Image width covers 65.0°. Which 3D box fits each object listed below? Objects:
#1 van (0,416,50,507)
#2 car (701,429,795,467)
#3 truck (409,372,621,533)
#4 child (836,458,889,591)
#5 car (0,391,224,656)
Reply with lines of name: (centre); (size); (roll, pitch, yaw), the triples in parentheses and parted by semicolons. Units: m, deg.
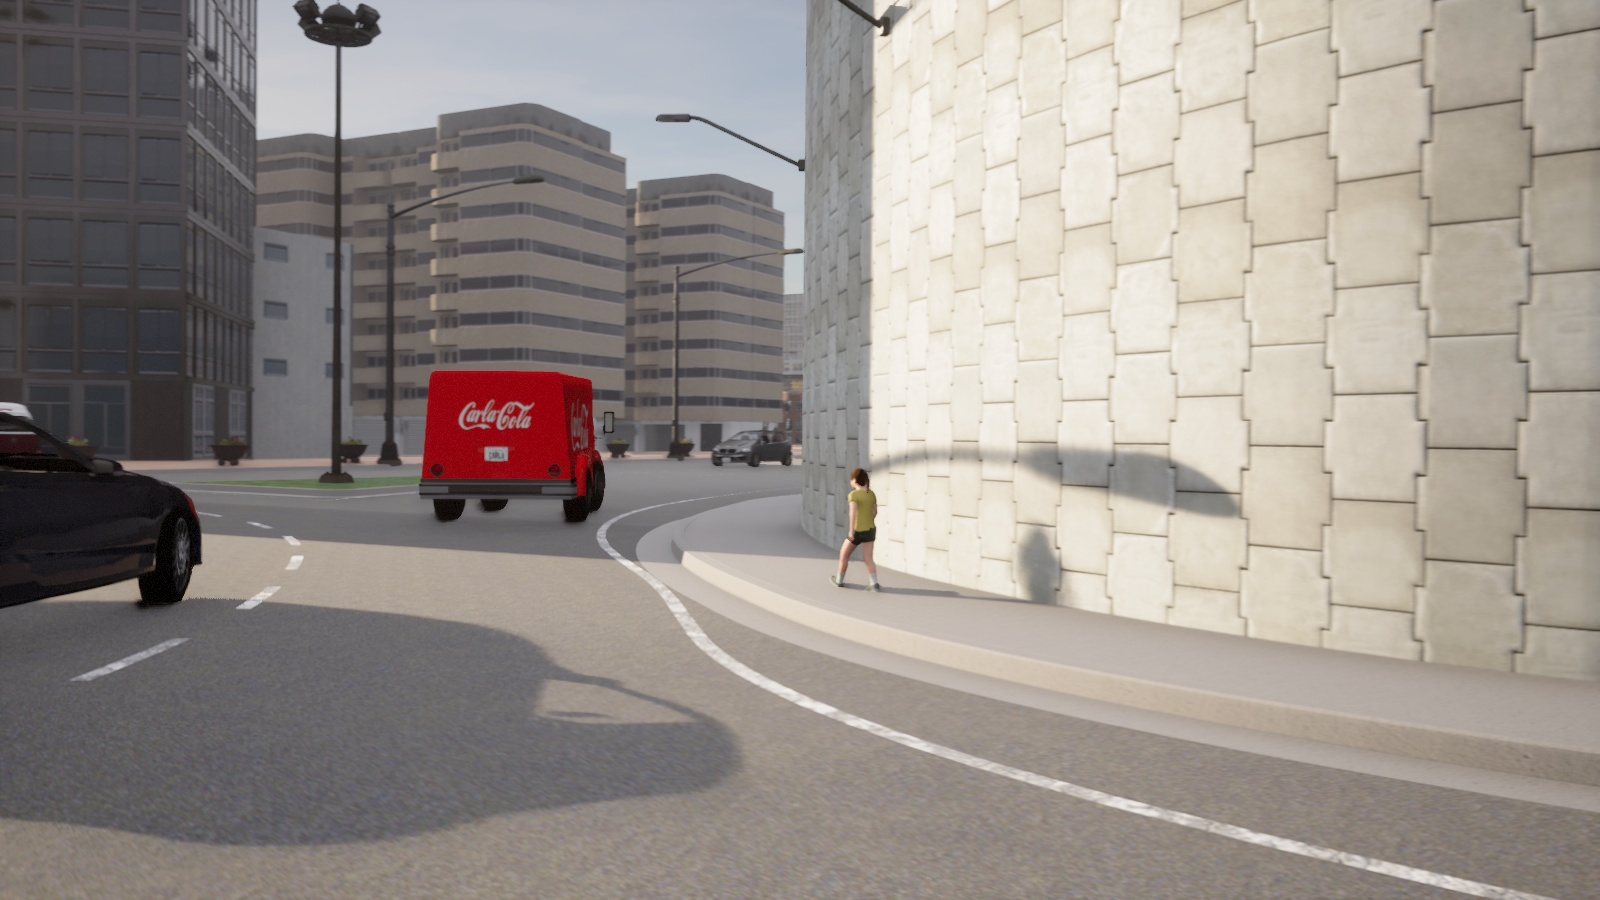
van: (-19.964, 0.256, 28.970); (4.480, 2.038, 2.069); (0, 0, 17)
car: (-2.304, -0.118, 57.322); (2.242, 1.667, 4.611); (0, 1, 28)
truck: (-4.799, 0.008, 22.165); (2.627, 2.467, 5.204); (-1, 1, -1)
child: (0.533, 0.629, 10.760); (0.255, 1.110, 0.394); (-1, 1, -35)
car: (-6.139, 0.450, 8.845); (2.152, 1.651, 5.027); (0, 1, -4)
